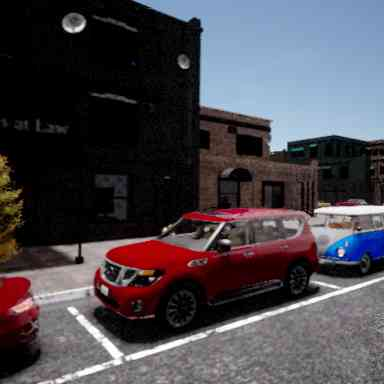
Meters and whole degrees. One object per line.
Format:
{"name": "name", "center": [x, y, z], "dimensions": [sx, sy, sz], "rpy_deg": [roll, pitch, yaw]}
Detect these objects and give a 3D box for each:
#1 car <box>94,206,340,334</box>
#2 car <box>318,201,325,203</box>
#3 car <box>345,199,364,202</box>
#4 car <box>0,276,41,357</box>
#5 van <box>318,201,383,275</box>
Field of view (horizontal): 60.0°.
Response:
{"name": "car", "center": [0.608, 1.315, 6.976], "dimensions": [5.009, 1.841, 2.192], "rpy_deg": [0, 1, -36]}
{"name": "car", "center": [18.714, 1.871, 50.628], "dimensions": [1.752, 1.417, 4.829], "rpy_deg": [0, -1, -35]}
{"name": "car", "center": [21.977, 1.732, 45.933], "dimensions": [1.967, 1.590, 4.097], "rpy_deg": [0, -1, -35]}
{"name": "car", "center": [-3.988, 1.582, 3.701], "dimensions": [4.206, 1.307, 1.802], "rpy_deg": [0, 1, -36]}
{"name": "van", "center": [5.201, 1.342, 10.256], "dimensions": [3.998, 1.788, 1.690], "rpy_deg": [0, 1, -36]}
